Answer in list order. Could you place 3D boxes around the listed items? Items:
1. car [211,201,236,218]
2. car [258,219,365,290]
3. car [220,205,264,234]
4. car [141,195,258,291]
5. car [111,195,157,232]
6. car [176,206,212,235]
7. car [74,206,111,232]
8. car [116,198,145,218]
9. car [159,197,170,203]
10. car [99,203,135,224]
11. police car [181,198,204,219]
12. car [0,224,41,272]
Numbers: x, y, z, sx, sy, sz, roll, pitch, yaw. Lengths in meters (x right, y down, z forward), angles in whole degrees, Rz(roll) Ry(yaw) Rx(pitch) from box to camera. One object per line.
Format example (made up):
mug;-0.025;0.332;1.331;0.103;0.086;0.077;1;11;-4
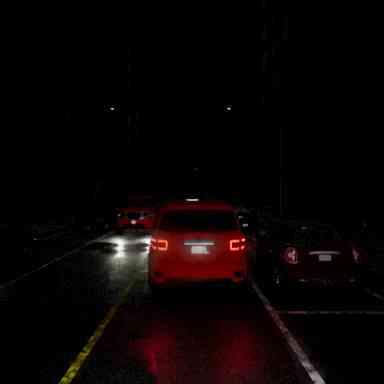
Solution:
car;2.888;1.570;31.093;1.947;1.339;4.313;0;0;0
car;2.864;1.440;9.088;1.967;1.590;4.097;0;0;0
car;2.876;1.552;20.090;2.008;1.369;4.403;0;0;0
car;0.114;1.222;9.174;2.150;2.045;5.566;0;0;0
car;-3.065;1.222;20.272;2.150;2.045;5.566;0;0;0
car;0.121;1.602;19.944;1.895;1.301;4.718;0;0;0
car;-5.649;1.567;20.100;1.947;1.339;4.313;0;0;0
car;-5.637;1.444;31.103;1.967;1.590;4.097;0;0;0
car;-5.561;1.627;68.206;1.802;1.307;4.206;0;0;0
car;-5.644;1.584;25.601;1.802;1.307;4.206;0;0;0
police car;0.033;1.429;30.207;1.930;1.638;5.238;0;0;0
car;-5.661;1.582;9.097;1.802;1.307;4.206;0;0;0
